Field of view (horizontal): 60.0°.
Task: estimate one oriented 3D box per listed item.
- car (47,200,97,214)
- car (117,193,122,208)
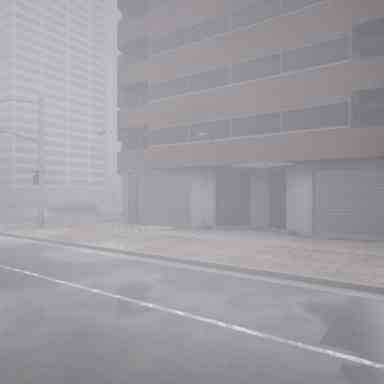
[{"bbox_3d":[-13.035,1.547,36.555,2.033,1.411,5.357,0,0,35],"label":"car"},{"bbox_3d":[-7.335,1.352,44.674,2.097,1.767,4.553,0,0,35],"label":"car"}]
